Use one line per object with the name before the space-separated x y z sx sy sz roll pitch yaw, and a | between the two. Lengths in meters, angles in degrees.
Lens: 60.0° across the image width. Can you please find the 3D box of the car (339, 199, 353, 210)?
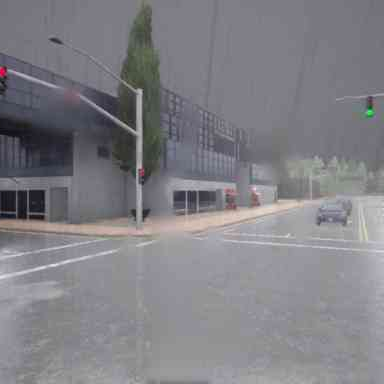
car | 14.568 1.601 32.722 1.895 1.301 4.718 0 0 27

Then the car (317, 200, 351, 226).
car | 10.030 1.526 23.655 1.812 1.442 4.674 0 0 27

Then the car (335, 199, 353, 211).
car | 19.141 1.601 41.857 1.895 1.301 4.718 0 0 27
